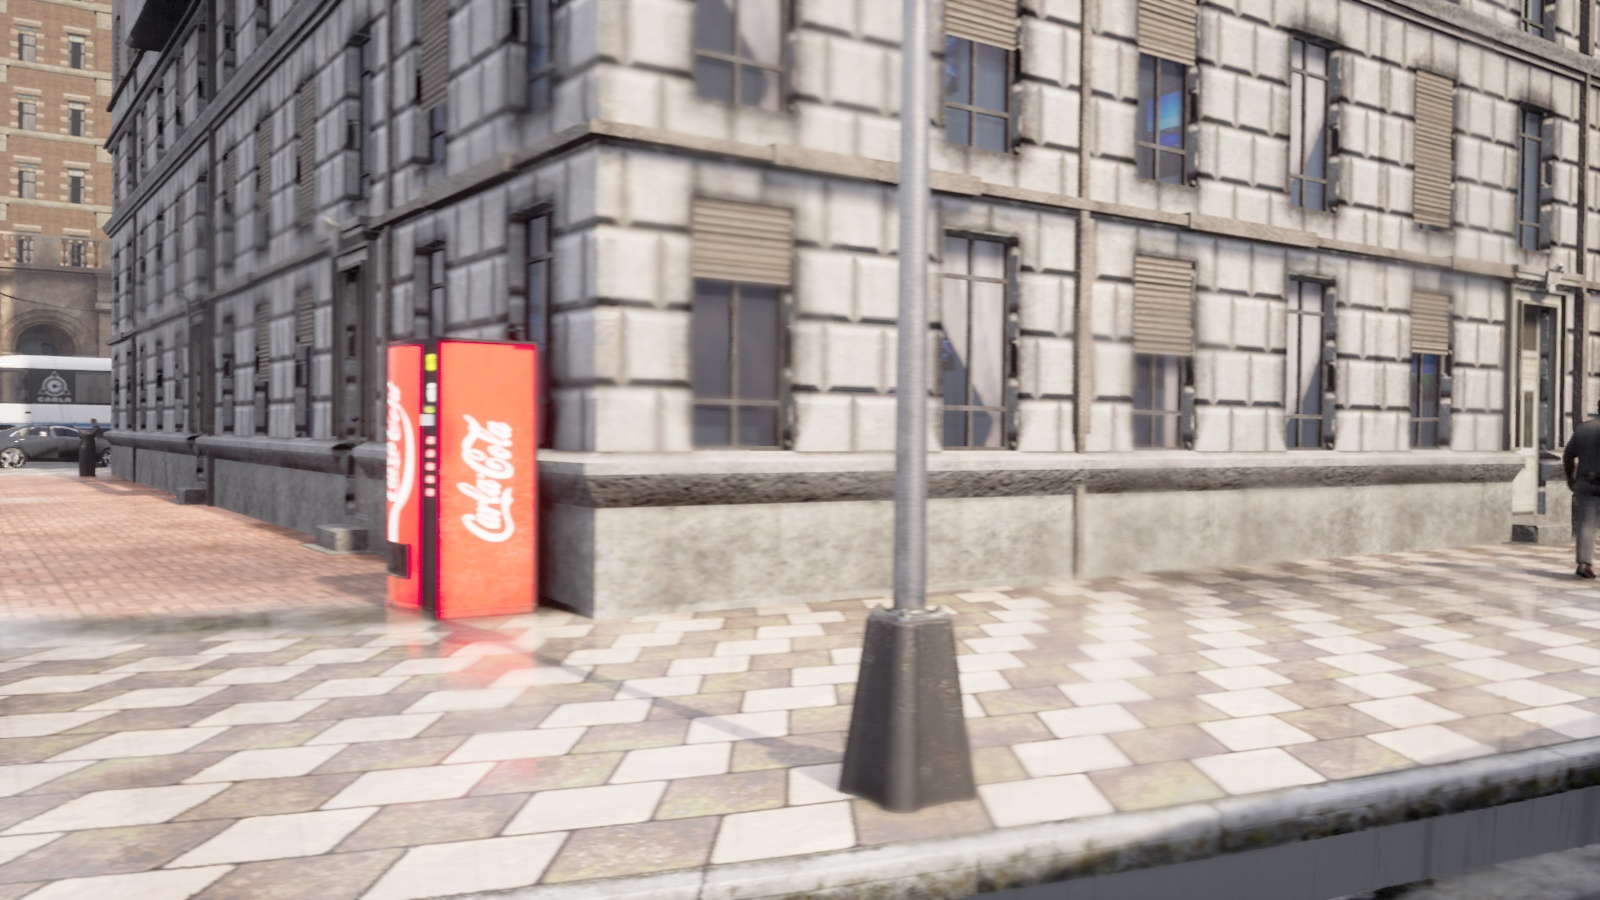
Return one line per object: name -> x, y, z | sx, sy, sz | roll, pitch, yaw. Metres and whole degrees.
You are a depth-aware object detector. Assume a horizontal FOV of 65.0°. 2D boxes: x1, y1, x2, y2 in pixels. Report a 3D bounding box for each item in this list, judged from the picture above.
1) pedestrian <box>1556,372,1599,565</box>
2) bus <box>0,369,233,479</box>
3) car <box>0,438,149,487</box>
pedestrian -> 8.078, 0.172, 12.538 | 0.849, 1.883, 0.563 | -1, 1, -30
bus -> -29.333, -1.048, 51.792 | 10.273, 4.253, 3.944 | -1, 1, -34
car -> -24.768, 0.381, 42.208 | 4.902, 1.511, 2.128 | -1, 1, -34
